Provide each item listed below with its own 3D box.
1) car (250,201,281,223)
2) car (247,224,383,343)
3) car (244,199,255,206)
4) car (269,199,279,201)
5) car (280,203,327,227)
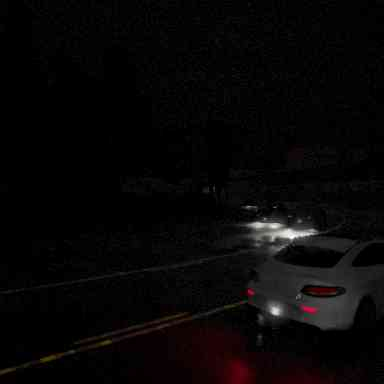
[{"bbox_3d":[6.874,1.700,27.672,2.033,1.411,5.357,-1,-1,29],"label":"car"},{"bbox_3d":[2.996,1.536,6.485,4.674,1.442,1.812,0,0,-41],"label":"car"},{"bbox_3d":[11.813,2.137,67.621,1.812,1.442,4.674,-1,-1,-4],"label":"car"},{"bbox_3d":[15.610,2.064,63.389,1.994,1.385,4.181,-1,-1,-4],"label":"car"},{"bbox_3d":[8.042,1.589,23.022,2.128,1.511,4.902,-1,-1,32],"label":"car"}]
